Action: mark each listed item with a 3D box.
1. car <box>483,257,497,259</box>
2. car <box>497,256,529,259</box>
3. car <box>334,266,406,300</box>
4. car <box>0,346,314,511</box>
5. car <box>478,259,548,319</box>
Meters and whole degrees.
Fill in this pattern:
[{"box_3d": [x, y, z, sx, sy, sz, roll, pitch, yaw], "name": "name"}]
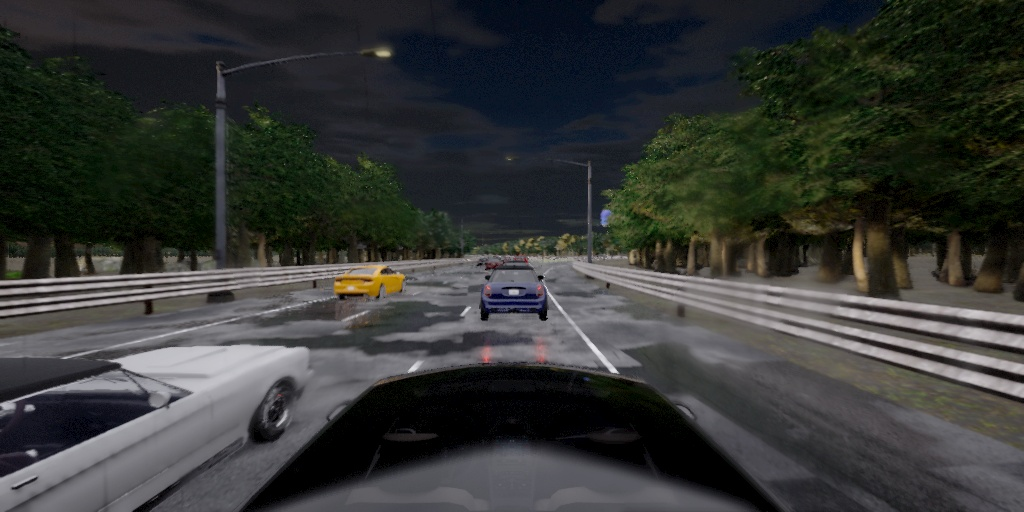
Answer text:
[{"box_3d": [-2.290, 1.018, 49.236, 2.097, 1.767, 4.553, 0, 0, 2], "name": "car"}, {"box_3d": [0.288, 1.089, 24.364, 2.097, 1.767, 4.553, 0, 0, 1], "name": "car"}, {"box_3d": [-6.778, 1.218, 17.657, 1.882, 1.535, 5.008, 0, 0, 1], "name": "car"}, {"box_3d": [-3.433, 1.349, 2.387, 1.895, 1.301, 4.718, 0, 0, 0], "name": "car"}, {"box_3d": [0.082, 1.101, 12.870, 2.097, 1.767, 4.553, 0, 0, 1], "name": "car"}]
